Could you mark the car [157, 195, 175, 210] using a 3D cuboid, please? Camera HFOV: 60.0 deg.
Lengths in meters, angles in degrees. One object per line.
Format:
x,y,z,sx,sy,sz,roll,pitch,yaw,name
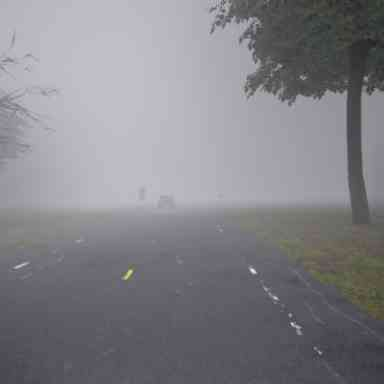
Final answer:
-3.582,1.380,46.823,2.150,2.045,5.566,0,0,0,car
